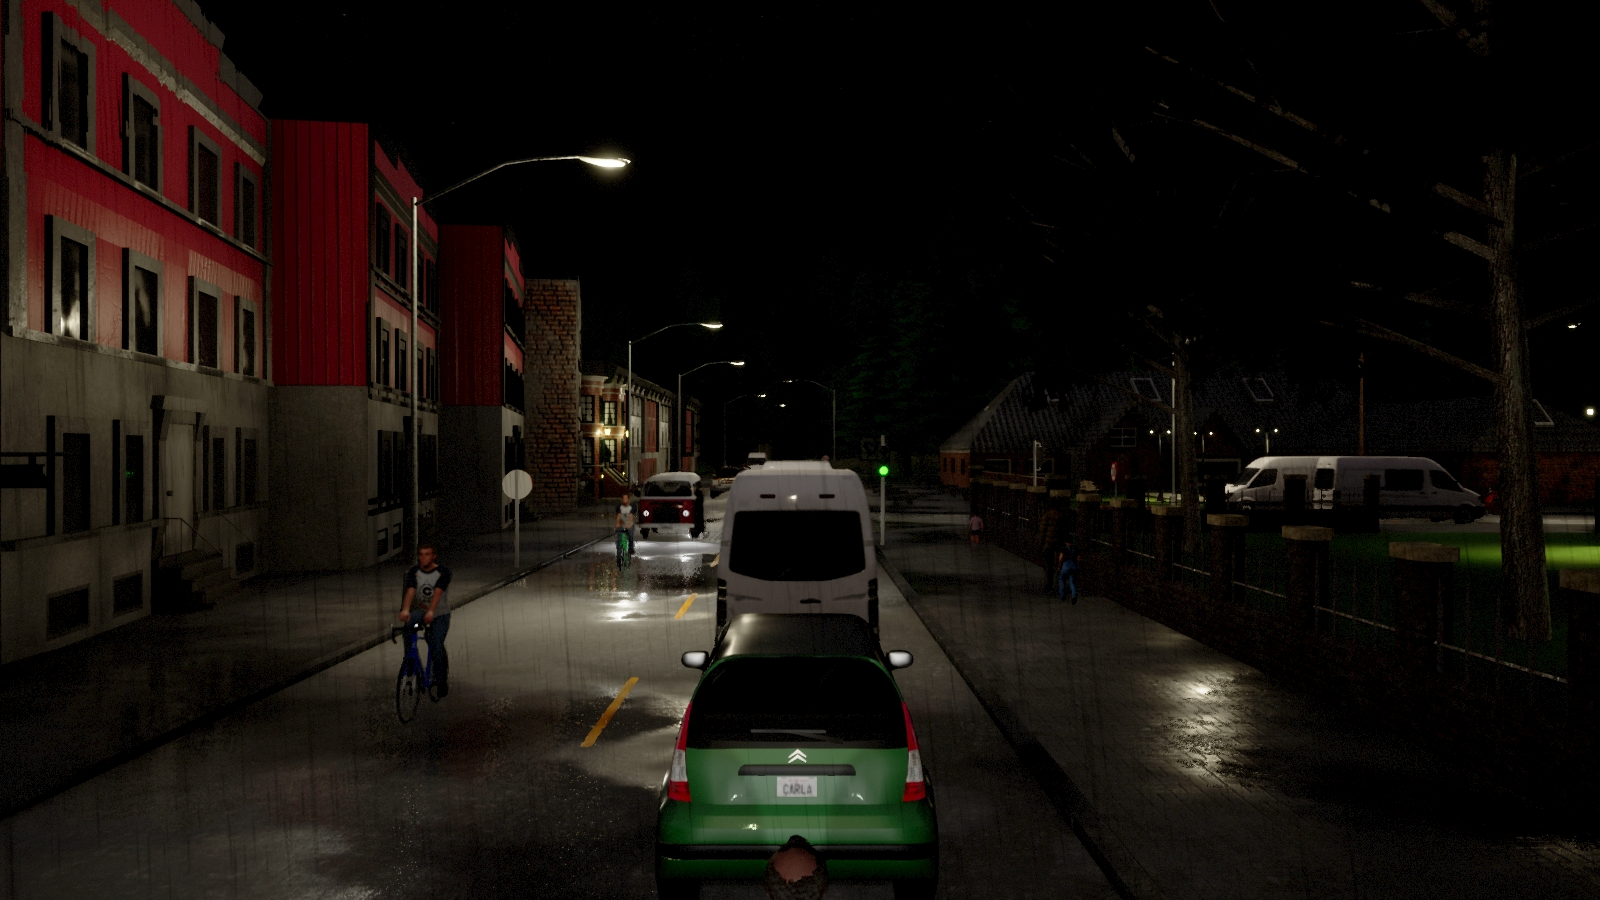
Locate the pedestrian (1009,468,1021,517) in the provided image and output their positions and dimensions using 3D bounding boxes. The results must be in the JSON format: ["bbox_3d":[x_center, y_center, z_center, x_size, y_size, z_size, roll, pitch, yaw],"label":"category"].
[{"bbox_3d":[8.239,1.629,43.756,0.375,1.860,0.375,0,0,-2],"label":"pedestrian"}]

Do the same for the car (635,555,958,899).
[{"bbox_3d":[-0.023,1.780,8.538,1.851,1.617,3.988,0,0,0],"label":"car"}]

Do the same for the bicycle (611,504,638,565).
[{"bbox_3d":[-4.062,1.936,26.540,0.373,1.296,1.643,0,0,0],"label":"bicycle"}]

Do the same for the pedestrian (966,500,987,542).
[{"bbox_3d":[4.745,1.904,30.780,0.500,1.100,0.500,0,0,0],"label":"pedestrian"}]

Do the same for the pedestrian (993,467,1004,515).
[{"bbox_3d":[7.899,1.629,45.476,0.375,1.860,0.375,0,0,-5],"label":"pedestrian"}]

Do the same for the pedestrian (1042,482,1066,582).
[{"bbox_3d":[4.754,1.525,21.383,0.375,1.860,0.375,0,0,-1],"label":"pedestrian"}]

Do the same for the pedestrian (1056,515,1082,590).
[{"bbox_3d":[4.759,1.805,20.201,0.375,1.300,0.375,0,0,0],"label":"pedestrian"}]

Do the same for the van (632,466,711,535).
[{"bbox_3d":[-4.089,1.562,36.983,2.069,2.038,4.480,0,0,0],"label":"van"}]

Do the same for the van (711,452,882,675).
[{"bbox_3d":[-0.051,1.315,16.189,1.988,2.561,5.915,0,0,0],"label":"van"}]
